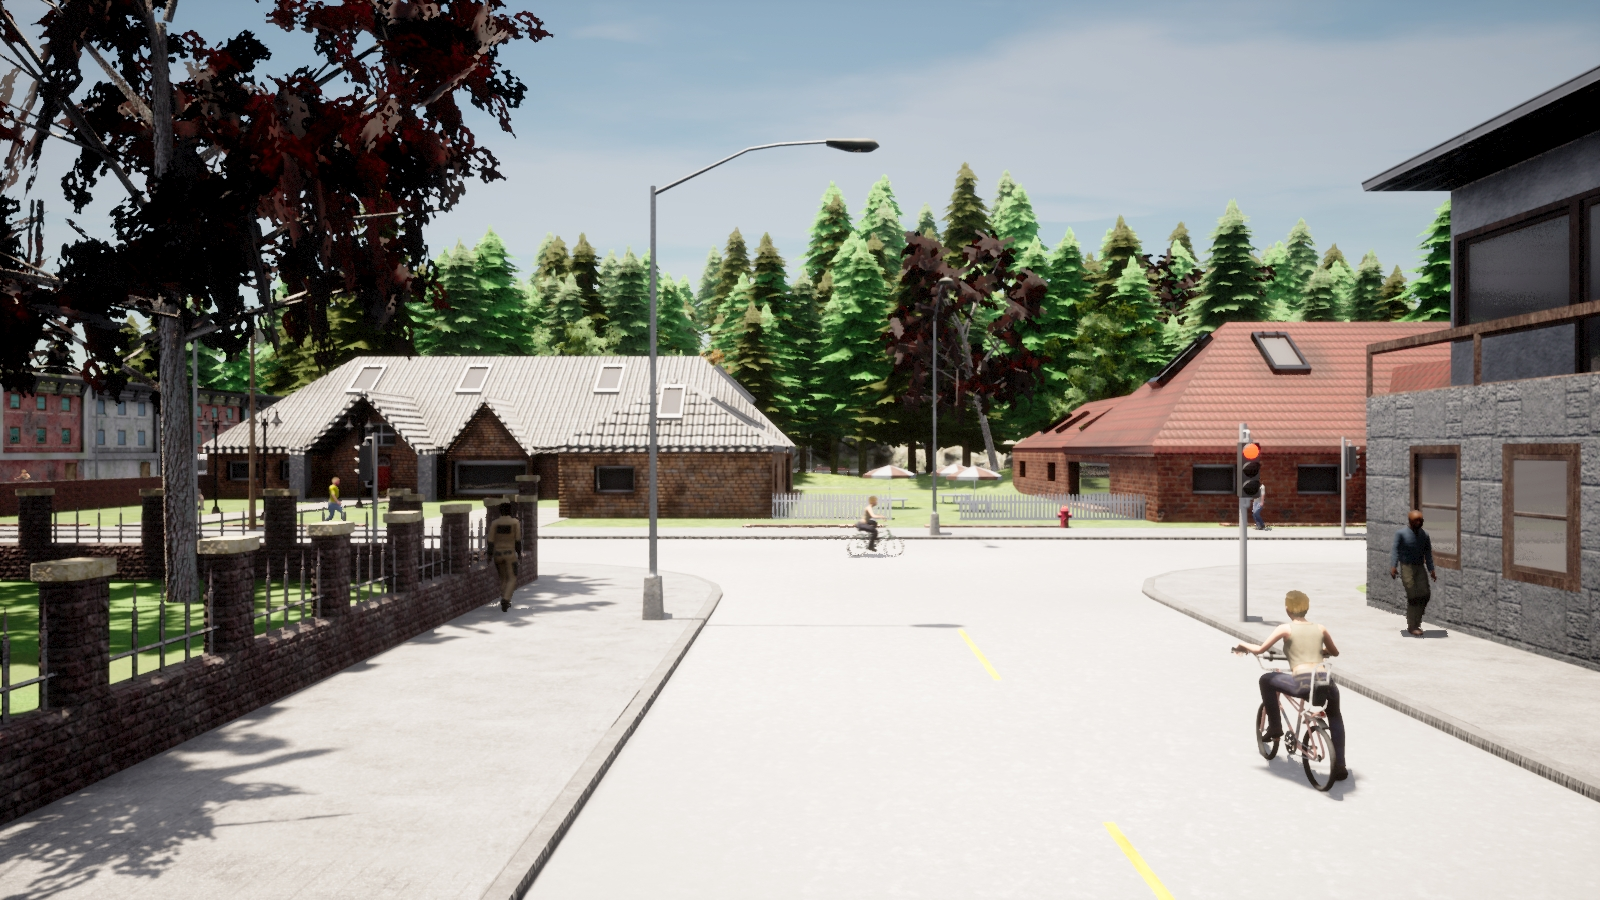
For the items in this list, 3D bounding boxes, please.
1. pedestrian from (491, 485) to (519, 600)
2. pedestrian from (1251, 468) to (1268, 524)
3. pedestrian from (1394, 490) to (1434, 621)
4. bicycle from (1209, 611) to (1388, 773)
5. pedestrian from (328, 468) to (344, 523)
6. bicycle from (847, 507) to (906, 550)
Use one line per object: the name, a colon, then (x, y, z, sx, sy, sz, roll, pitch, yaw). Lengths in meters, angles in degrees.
pedestrian: (-4.886, 1.523, 18.914, 0.375, 1.860, 0.375, 0, 0, -1)
pedestrian: (15.370, 1.524, 38.198, 0.375, 1.860, 0.375, 0, 0, -16)
pedestrian: (8.875, 1.516, 16.517, 0.375, 1.860, 0.375, 0, 0, 0)
bicycle: (4.247, 2.036, 9.857, 0.859, 1.080, 1.487, 0, 0, -2)
pedestrian: (-15.614, 1.524, 38.457, 0.375, 1.860, 0.375, 0, 0, 2)
bicycle: (1.981, 2.036, 29.795, 1.487, 1.080, 0.859, 0, 0, 1)
